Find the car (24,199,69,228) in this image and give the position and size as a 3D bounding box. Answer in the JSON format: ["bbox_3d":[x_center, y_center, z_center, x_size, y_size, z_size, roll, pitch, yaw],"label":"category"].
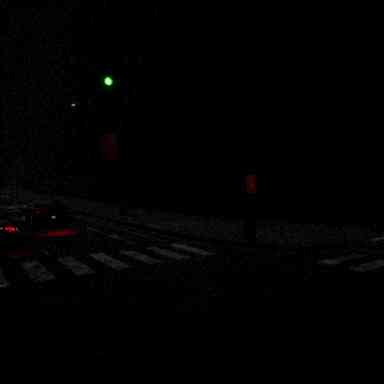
[{"bbox_3d":[-8.983,1.182,20.251,1.882,1.535,5.008,-1,2,-35],"label":"car"}]

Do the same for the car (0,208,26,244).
[{"bbox_3d":[-8.637,1.397,14.030,2.033,1.411,5.357,-1,2,-35],"label":"car"}]
